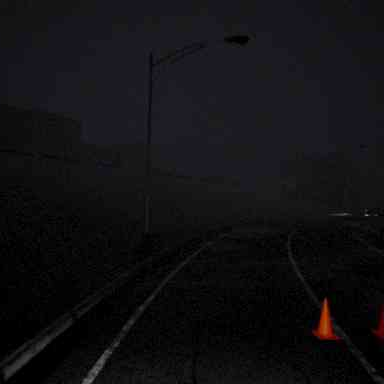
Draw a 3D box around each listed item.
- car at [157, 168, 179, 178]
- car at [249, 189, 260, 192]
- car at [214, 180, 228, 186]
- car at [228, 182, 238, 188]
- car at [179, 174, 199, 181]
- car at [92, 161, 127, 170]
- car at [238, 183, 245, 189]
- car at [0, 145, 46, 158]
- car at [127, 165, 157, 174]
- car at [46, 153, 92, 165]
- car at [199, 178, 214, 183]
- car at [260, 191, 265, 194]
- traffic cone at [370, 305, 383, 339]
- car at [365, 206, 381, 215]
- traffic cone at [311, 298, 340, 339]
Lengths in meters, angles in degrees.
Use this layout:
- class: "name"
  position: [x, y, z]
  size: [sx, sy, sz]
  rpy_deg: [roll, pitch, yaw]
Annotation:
- class: "car"
  position: [-4.603, -2.673, 51.083]
  size: [2.185, 1.767, 4.553]
  rpy_deg: [-1, -4, 35]
- class: "car"
  position: [15.061, 0.076, 84.564]
  size: [2.002, 1.452, 4.674]
  rpy_deg: [-1, -5, 27]
- class: "car"
  position: [4.422, -1.543, 65.050]
  size: [2.231, 1.521, 4.892]
  rpy_deg: [-1, -4, 32]
- class: "car"
  position: [7.267, -1.305, 69.911]
  size: [2.185, 1.767, 4.553]
  rpy_deg: [-1, -4, 30]
- class: "car"
  position: [-1.410, -2.176, 55.815]
  size: [2.163, 1.488, 4.792]
  rpy_deg: [-1, -4, 34]
- class: "car"
  position: [-11.094, -3.164, 42.126]
  size: [2.002, 1.452, 4.674]
  rpy_deg: [-2, -4, 38]
- class: "car"
  position: [10.011, -1.045, 74.799]
  size: [2.435, 2.045, 5.566]
  rpy_deg: [-1, -4, 29]
- class: "car"
  position: [-17.946, -3.821, 33.459]
  size: [2.231, 1.521, 4.892]
  rpy_deg: [-2, -4, 39]
- class: "car"
  position: [-7.794, -2.876, 46.577]
  size: [2.097, 1.535, 5.008]
  rpy_deg: [-1, -4, 36]
- class: "car"
  position: [-14.488, -3.523, 37.750]
  size: [2.231, 1.521, 4.892]
  rpy_deg: [-2, -4, 39]
- class: "car"
  position: [1.581, -1.833, 60.441]
  size: [2.002, 1.452, 4.674]
  rpy_deg: [-1, -4, 33]
- class: "car"
  position: [17.456, 0.527, 89.542]
  size: [2.002, 1.452, 4.674]
  rpy_deg: [0, -5, 25]
- class: "traffic cone"
  position: [3.152, 2.022, 5.391]
  size: [0.340, 0.580, 0.340]
  rpy_deg: [1, 0, -1]
- class: "car"
  position: [32.078, 3.234, 58.819]
  size: [1.837, 1.490, 4.892]
  rpy_deg: [-2, -4, 40]
- class: "traffic cone"
  position: [2.154, 2.009, 5.371]
  size: [0.340, 0.580, 0.340]
  rpy_deg: [1, 0, -1]
